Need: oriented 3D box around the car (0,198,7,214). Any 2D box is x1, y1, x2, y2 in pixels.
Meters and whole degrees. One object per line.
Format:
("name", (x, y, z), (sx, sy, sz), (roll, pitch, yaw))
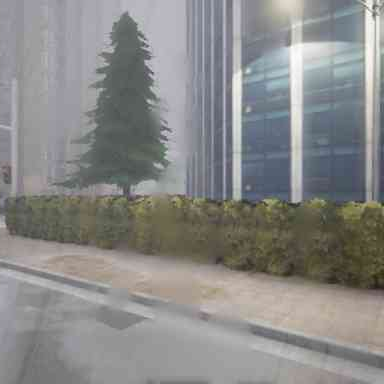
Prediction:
("car", (-18.870, 1.352, 32.071), (2.097, 1.767, 4.553), (0, 0, 36))
